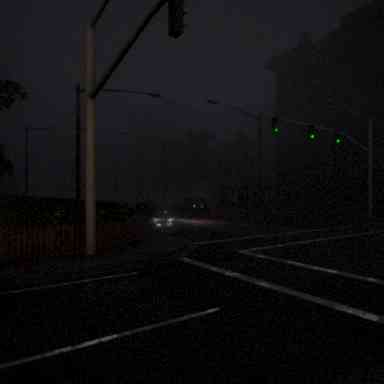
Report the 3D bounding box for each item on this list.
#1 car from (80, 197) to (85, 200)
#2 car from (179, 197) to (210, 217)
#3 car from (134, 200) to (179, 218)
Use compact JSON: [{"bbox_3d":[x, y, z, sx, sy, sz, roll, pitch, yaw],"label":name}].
[{"bbox_3d":[-15.858,1.533,48.473,1.812,1.442,4.674,0,0,-34],"label":"car"},{"bbox_3d":[-0.296,1.360,32.165,2.097,1.767,4.553,0,0,-35],"label":"car"},{"bbox_3d":[-3.662,1.498,30.704,2.128,1.511,4.902,0,0,-35],"label":"car"}]
